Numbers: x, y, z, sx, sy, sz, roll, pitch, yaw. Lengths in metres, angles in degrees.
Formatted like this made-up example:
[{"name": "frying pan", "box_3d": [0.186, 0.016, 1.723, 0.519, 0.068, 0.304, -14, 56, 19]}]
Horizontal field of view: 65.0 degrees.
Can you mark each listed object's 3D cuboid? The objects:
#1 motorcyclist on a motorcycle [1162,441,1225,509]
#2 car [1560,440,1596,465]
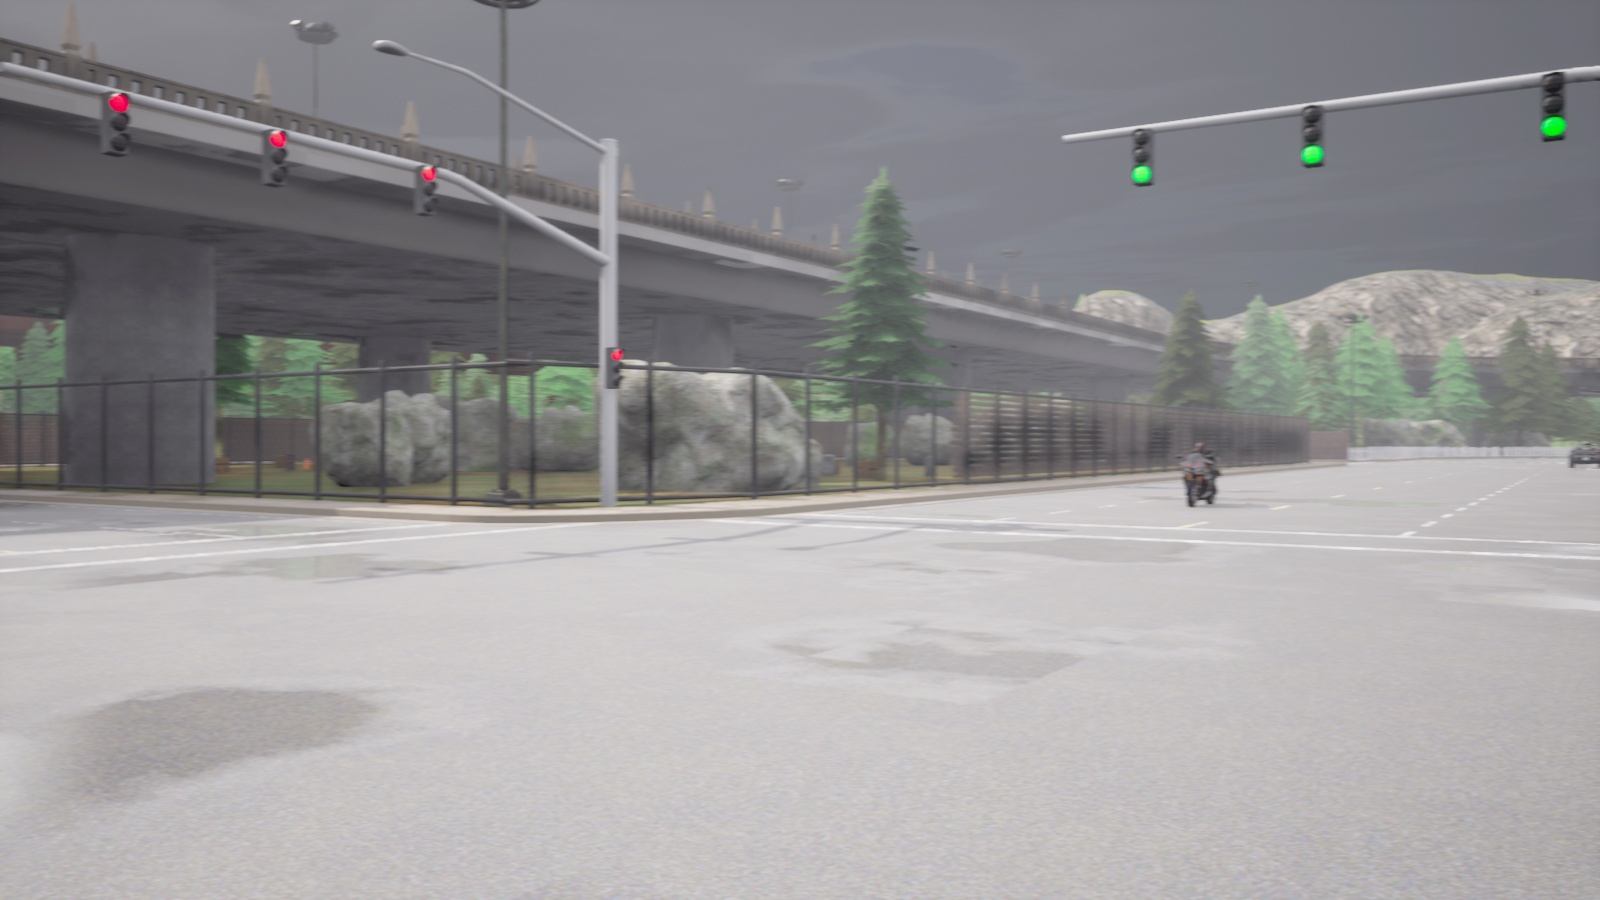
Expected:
[{"name": "motorcyclist on a motorcycle", "box_3d": [9.199, 0.552, 29.295, 0.866, 1.530, 2.191, 0, 0, 32]}, {"name": "car", "box_3d": [46.872, 0.172, 75.626, 1.816, 1.474, 4.193, 0, -1, 32]}]
